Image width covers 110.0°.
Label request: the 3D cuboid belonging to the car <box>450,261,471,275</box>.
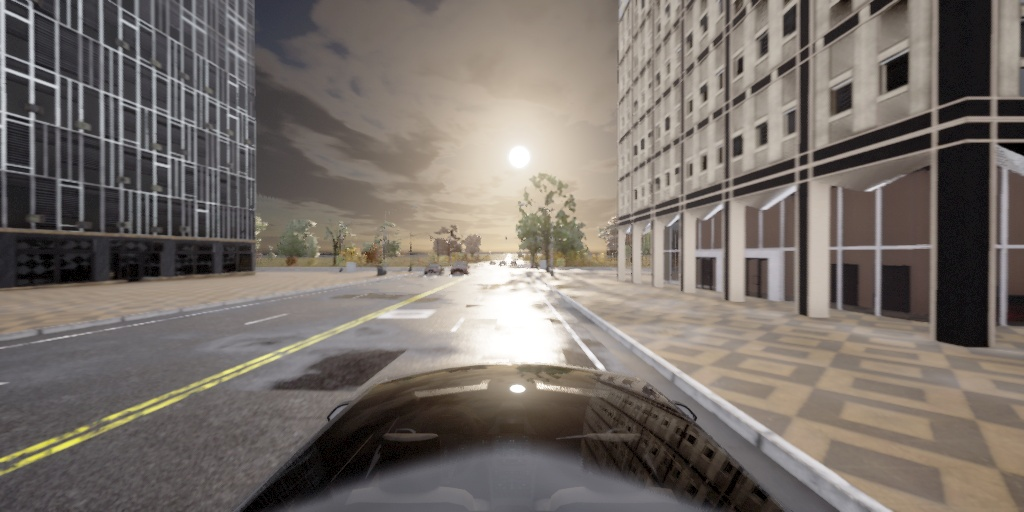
[{"bbox_3d":[-6.510,1.477,45.662,2.097,1.767,4.553,0,0,0],"label":"car"}]

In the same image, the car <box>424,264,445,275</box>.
[{"bbox_3d":[-9.763,1.690,45.325,1.994,1.385,4.181,0,-1,0],"label":"car"}]
